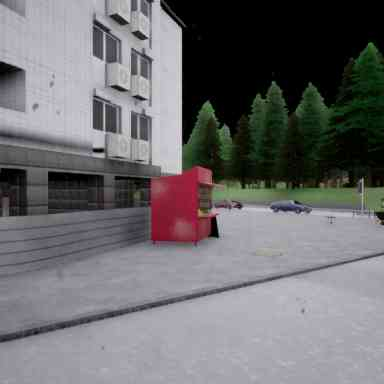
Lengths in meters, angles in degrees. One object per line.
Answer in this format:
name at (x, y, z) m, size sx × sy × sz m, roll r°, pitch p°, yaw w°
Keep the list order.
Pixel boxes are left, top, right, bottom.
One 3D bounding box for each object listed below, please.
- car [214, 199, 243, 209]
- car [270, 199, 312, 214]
car at (4.756, 1.564, 43.783) m, size 1.994 × 1.385 × 4.181 m, roll 0°, pitch 0°, yaw -35°
car at (10.543, 1.526, 35.685) m, size 1.812 × 1.442 × 4.674 m, roll 0°, pitch 0°, yaw -36°
